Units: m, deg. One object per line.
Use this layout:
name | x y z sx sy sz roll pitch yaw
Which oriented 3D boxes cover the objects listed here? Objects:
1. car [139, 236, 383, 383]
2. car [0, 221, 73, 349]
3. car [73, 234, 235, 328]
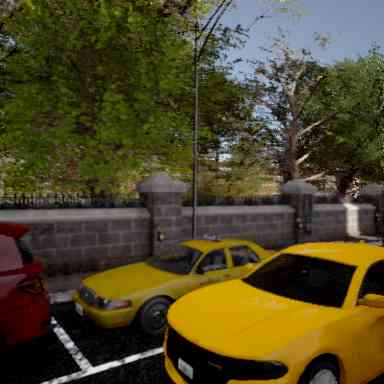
car | 1.981 1.515 4.743 5.008 1.535 1.882 1 -1 -35
car | -4.189 1.303 3.567 5.009 1.841 2.192 1 0 -36
car | 0.178 1.560 6.685 4.829 1.417 1.752 1 0 -36
